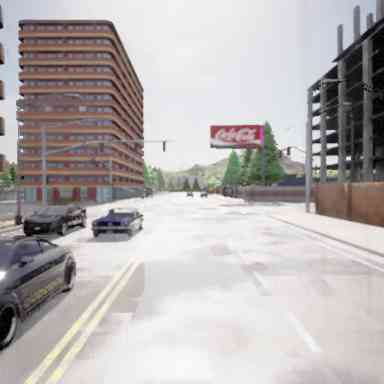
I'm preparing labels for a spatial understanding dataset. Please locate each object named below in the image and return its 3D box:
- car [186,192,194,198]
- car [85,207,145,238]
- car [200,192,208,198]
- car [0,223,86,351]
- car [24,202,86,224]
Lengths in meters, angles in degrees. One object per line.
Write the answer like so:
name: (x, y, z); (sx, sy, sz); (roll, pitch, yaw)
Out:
car: (-0.499, 0.647, 83.470); (1.812, 1.442, 4.674); (0, 1, 0)
car: (-3.663, 1.469, 17.081); (1.895, 1.301, 4.718); (0, 1, 0)
car: (3.001, 0.629, 83.492); (2.128, 1.511, 4.902); (0, 1, 0)
car: (-3.621, 1.530, 5.966); (1.994, 1.385, 4.181); (0, 0, 0)
car: (-7.164, 1.359, 17.918); (1.882, 1.535, 5.008); (0, 1, 0)
